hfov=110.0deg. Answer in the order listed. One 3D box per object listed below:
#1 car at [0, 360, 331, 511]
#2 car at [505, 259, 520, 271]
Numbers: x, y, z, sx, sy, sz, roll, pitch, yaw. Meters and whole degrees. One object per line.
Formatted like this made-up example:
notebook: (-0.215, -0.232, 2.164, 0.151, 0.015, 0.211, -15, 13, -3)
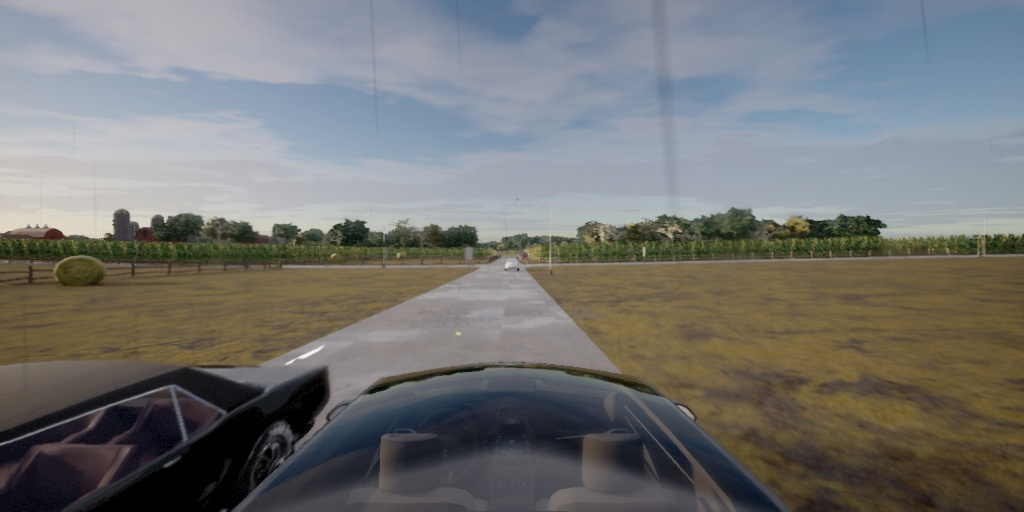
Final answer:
car: (-2.834, 1.351, 1.532, 1.895, 1.301, 4.718, 0, 0, 0)
car: (0.032, 1.158, 47.063, 1.812, 1.442, 4.674, 0, 0, 0)
